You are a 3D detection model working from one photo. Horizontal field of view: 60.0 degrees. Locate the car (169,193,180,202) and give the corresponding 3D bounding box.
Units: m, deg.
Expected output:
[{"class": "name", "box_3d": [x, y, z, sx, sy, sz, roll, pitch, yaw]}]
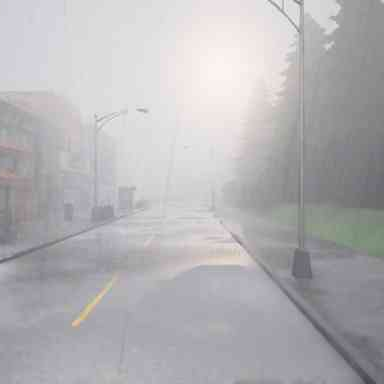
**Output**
[{"class": "car", "box_3d": [-3.954, 1.216, 76.431, 2.150, 2.045, 5.566, 0, 0, 0]}]
